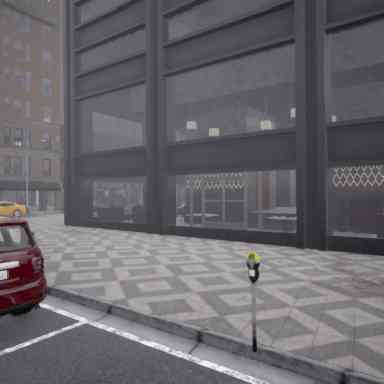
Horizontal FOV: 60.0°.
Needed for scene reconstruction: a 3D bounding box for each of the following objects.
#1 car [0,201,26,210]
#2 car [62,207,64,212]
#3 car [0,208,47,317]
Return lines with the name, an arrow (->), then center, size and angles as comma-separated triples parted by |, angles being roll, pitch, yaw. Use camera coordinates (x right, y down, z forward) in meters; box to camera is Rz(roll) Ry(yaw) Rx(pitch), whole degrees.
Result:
car -> -18.286, 1.641, 31.184 | 1.882, 1.535, 5.008 | -1, -1, 36
car -> -12.518, 1.794, 39.171 | 2.033, 1.411, 5.357 | -1, -1, 35
car -> -4.778, 1.317, 6.267 | 5.009, 1.841, 2.192 | 0, -1, 35
